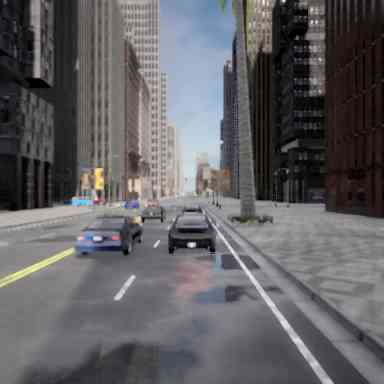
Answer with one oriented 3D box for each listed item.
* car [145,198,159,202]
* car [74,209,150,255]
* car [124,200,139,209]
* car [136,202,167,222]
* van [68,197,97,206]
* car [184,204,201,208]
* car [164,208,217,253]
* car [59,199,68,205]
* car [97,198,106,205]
[{"bbox_3d":[-6.501,1.891,54.661,2.097,1.767,4.553,0,0,0],"label":"car"},{"bbox_3d":[-3.248,1.681,13.986,2.033,1.411,5.357,0,-1,0],"label":"car"},{"bbox_3d":[-9.755,2.016,54.272,1.882,1.535,5.008,0,-1,0],"label":"car"},{"bbox_3d":[-3.248,1.826,28.988,2.033,1.411,5.357,0,-1,0],"label":"car"},{"bbox_3d":[-20.677,1.854,62.862,3.998,1.788,1.690,1,-1,0],"label":"van"},{"bbox_3d":[0.006,1.790,29.307,1.837,1.490,4.892,0,0,0],"label":"car"},{"bbox_3d":[0.005,1.645,14.298,1.837,1.490,4.892,0,0,0],"label":"car"},{"bbox_3d":[-26.276,2.051,71.404,4.313,1.339,1.947,1,-1,0],"label":"car"},{"bbox_3d":[-20.651,1.975,71.386,4.097,1.590,1.967,1,-1,0],"label":"car"}]
